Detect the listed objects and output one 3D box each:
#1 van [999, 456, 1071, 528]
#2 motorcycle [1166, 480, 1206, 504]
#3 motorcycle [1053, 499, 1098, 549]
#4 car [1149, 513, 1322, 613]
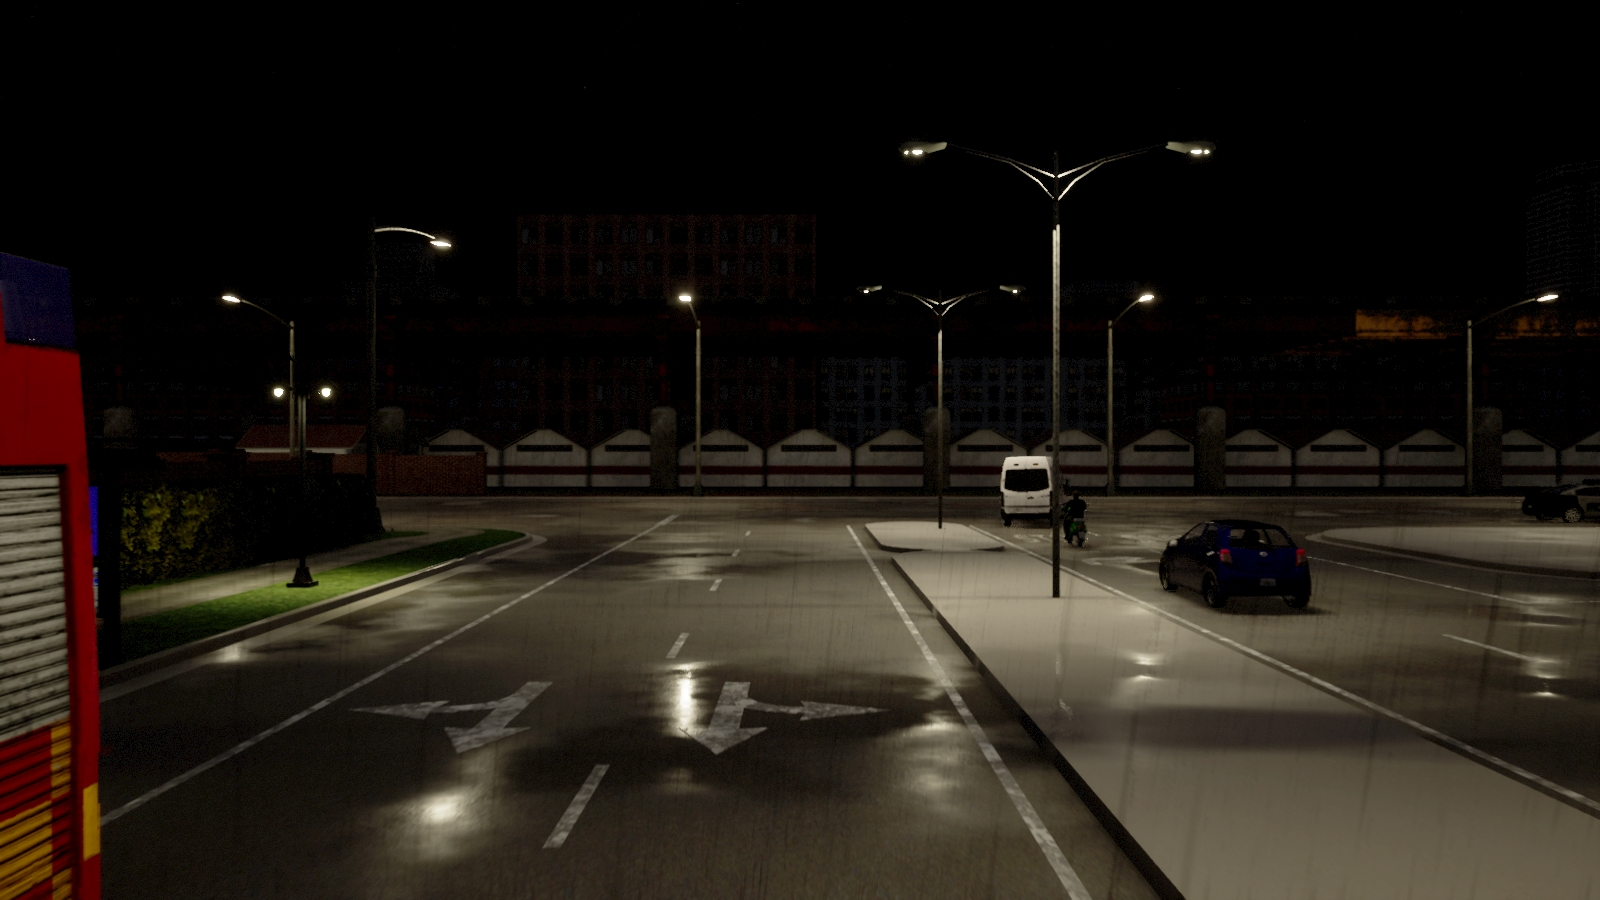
[{"bbox_3d":[9.135,1.531,44.052,1.988,2.561,5.915,-2,-1,18],"label":"van"},{"bbox_3d":[20.062,2.178,59.360,1.805,1.236,0.856,0,0,0],"label":"motorcycle"},{"bbox_3d":[8.001,2.127,33.260,0.856,1.341,1.805,0,0,0],"label":"motorcycle"},{"bbox_3d":[8.008,2.036,21.376,1.845,1.501,3.633,0,0,0],"label":"car"}]
